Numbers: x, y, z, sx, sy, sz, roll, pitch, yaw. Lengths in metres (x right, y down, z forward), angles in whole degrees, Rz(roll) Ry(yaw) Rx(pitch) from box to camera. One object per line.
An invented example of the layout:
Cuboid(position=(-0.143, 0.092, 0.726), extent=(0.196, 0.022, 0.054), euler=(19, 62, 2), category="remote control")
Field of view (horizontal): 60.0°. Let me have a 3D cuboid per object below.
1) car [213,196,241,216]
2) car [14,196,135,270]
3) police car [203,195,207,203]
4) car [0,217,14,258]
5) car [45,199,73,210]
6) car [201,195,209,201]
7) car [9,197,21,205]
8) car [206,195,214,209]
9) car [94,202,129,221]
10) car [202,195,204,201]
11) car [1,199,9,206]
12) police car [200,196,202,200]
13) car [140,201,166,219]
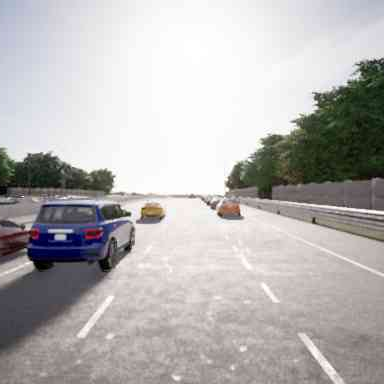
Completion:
Cuboid(position=(3.602, 1.414, 33.473), extent=(2.097, 1.767, 4.553), euler=(0, 0, 0), category="car")
Cuboid(position=(-3.400, 1.262, 11.276), extent=(2.150, 2.045, 5.566), euler=(0, 0, 0), category="car")
Cuboid(position=(3.503, 1.505, 56.974), extent=(2.038, 1.542, 4.974), euler=(0, 0, 0), category="police car")
Cuboid(position=(-6.900, 1.566, 11.320), extent=(1.812, 1.442, 4.674), euler=(0, 0, 0), category="car")
Cuboid(position=(-17.575, 1.644, 44.228), extent=(1.895, 1.301, 4.718), euler=(0, 0, 0), category="car")
Cuboid(position=(3.505, 1.513, 90.054), extent=(2.163, 1.488, 4.792), euler=(0, 0, 0), category="car")
Cuboid(position=(-21.080, 1.571, 42.955), extent=(1.812, 1.442, 4.674), euler=(0, 0, 0), category="car")
Cuboid(position=(3.502, 1.532, 45.959), extent=(2.128, 1.511, 4.902), euler=(0, 0, 0), category="car")
Cuboid(position=(-6.899, 1.627, 28.853), extent=(1.994, 1.385, 4.181), euler=(0, 0, 0), category="car")
Cuboid(position=(3.504, 1.436, 67.991), extent=(1.882, 1.535, 5.008), euler=(0, 0, 0), category="car")
Cuboid(position=(-28.036, 1.560, 52.972), extent=(2.033, 1.411, 5.357), euler=(0, 0, 1), category="car")
Cuboid(position=(3.504, 1.463, 79.010), extent=(2.038, 1.542, 4.974), euler=(0, 0, 0), category="police car")
Cuboid(position=(-3.399, 1.540, 29.788), extent=(1.882, 1.535, 5.008), euler=(0, 0, 0), category="car")
